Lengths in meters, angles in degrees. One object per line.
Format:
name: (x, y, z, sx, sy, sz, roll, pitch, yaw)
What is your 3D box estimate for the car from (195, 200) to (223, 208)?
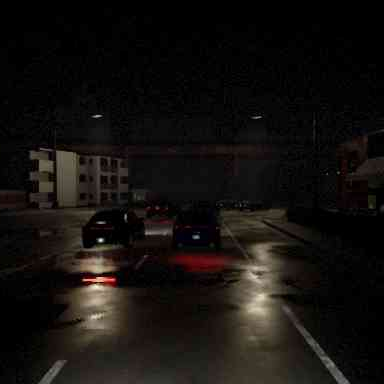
car: (1.105, 1.482, 28.289, 1.882, 1.535, 5.008, 0, 0, 14)

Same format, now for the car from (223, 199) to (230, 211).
car: (4.771, 1.561, 41.283, 5.357, 1.411, 2.033, 0, 0, -44)

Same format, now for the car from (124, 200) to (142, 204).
car: (-6.838, 1.652, 43.848, 1.895, 1.301, 4.718, 0, 0, 36)

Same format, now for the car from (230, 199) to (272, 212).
car: (7.195, 1.561, 38.758, 5.357, 1.411, 2.033, 0, 0, -44)

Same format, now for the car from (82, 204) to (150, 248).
car: (-3.282, 1.513, 14.604, 1.837, 1.490, 4.892, 0, 0, 1)

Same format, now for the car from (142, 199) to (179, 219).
car: (-2.295, 1.363, 29.118, 2.097, 1.767, 4.553, 0, 0, 14)

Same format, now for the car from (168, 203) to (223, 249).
car: (0.217, 1.482, 14.517, 1.882, 1.535, 5.008, 0, 0, 1)
